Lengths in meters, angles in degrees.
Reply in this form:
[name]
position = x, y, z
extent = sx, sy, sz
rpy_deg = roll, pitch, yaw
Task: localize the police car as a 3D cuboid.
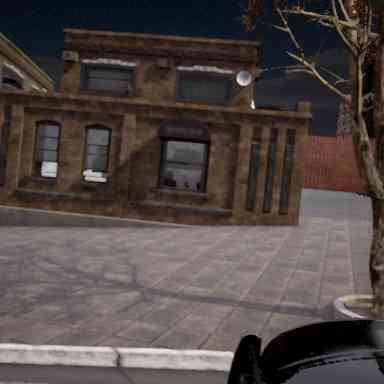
[police car]
position = 2.894, 1.438, 2.428
extent = 5.238, 1.638, 1.930
rpy_deg = 0, 0, 4
